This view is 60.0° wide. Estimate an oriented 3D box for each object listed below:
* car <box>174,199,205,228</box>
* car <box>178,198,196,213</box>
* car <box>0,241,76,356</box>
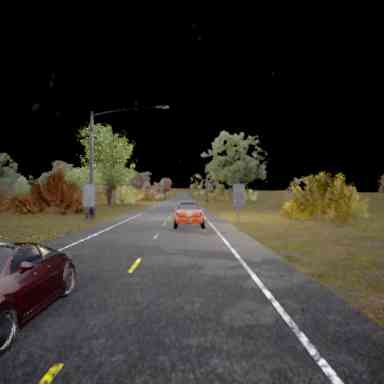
[{"bbox_3d":[-0.218,1.534,24.075,2.097,1.767,4.553,0,0,-1],"label":"car"},{"bbox_3d":[-0.608,1.655,41.560,2.097,1.767,4.553,0,0,-1],"label":"car"},{"bbox_3d":[-3.620,1.614,5.924,1.994,1.385,4.181,0,0,0],"label":"car"}]
